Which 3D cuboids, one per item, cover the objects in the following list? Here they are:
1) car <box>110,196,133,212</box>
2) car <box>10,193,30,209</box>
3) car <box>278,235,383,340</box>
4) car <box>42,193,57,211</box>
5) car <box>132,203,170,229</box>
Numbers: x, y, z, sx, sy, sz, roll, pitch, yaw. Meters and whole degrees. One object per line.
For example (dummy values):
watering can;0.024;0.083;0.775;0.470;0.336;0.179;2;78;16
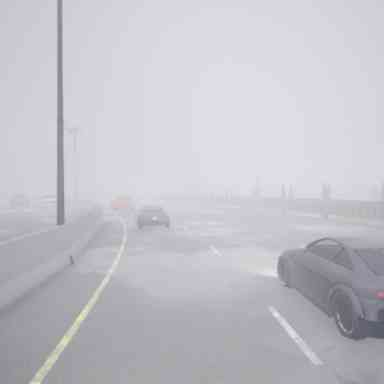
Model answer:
car;-8.203;1.283;38.585;2.097;1.767;4.553;0;0;-23
car;-23.569;1.197;45.434;2.150;2.045;5.566;0;0;-31
car;3.166;1.534;6.526;1.994;1.385;4.181;0;0;-3
car;-17.466;1.185;41.579;2.150;2.045;5.566;0;0;-27
car;-2.617;1.518;21.547;1.994;1.385;4.181;0;0;-12
